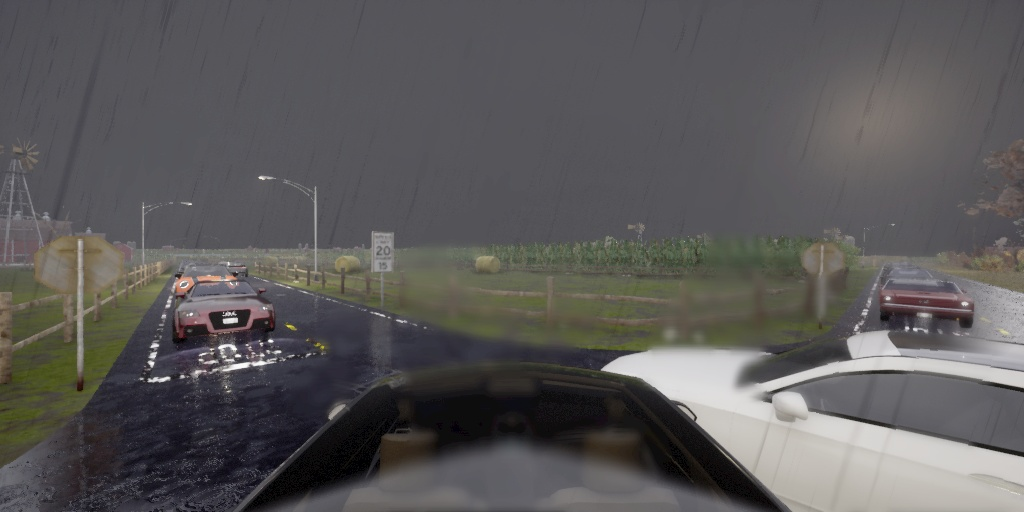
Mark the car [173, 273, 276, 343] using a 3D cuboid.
[{"bbox_3d":[-8.066,1.361,9.986,1.994,1.385,4.181,0,0,-43],"label":"car"}]

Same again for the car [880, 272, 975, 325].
[{"bbox_3d":[13.372,1.400,11.738,4.718,1.301,1.895,0,1,-44],"label":"car"}]

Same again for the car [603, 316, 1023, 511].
[{"bbox_3d":[2.811,1.293,2.539,1.812,1.442,4.674,0,1,-45],"label":"car"}]

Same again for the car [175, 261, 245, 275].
[{"bbox_3d":[-13.925,1.151,16.394,2.097,1.767,4.553,0,0,-42],"label":"car"}]

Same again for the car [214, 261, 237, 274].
[{"bbox_3d":[-34.255,1.336,42.820,1.837,1.490,4.892,0,0,-42],"label":"car"}]

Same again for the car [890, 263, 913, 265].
[{"bbox_3d":[27.037,1.406,24.735,4.181,1.385,1.994,0,1,-44],"label":"car"}]

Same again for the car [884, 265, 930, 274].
[{"bbox_3d":[20.364,1.366,18.393,5.357,1.411,2.033,0,1,-44],"label":"car"}]

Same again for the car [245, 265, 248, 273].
[{"bbox_3d":[-27.438,1.308,35.450,2.128,1.511,4.902,0,0,-42],"label":"car"}]
